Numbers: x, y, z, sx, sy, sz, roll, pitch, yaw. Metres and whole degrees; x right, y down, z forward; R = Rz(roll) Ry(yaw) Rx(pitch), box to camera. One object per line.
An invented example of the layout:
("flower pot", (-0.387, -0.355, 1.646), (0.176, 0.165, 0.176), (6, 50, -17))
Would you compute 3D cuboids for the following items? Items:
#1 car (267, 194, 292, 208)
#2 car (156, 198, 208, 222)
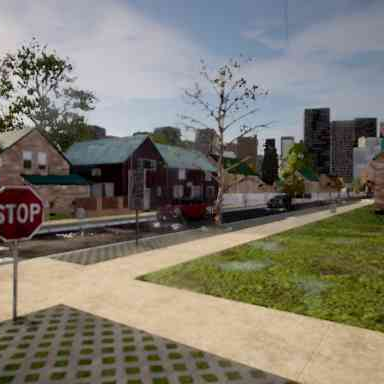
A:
("car", (11.419, 1.138, 43.299), (2.097, 1.767, 4.553), (1, 1, 34))
("car", (-0.684, 1.248, 25.334), (2.097, 1.767, 4.553), (1, 1, 34))
